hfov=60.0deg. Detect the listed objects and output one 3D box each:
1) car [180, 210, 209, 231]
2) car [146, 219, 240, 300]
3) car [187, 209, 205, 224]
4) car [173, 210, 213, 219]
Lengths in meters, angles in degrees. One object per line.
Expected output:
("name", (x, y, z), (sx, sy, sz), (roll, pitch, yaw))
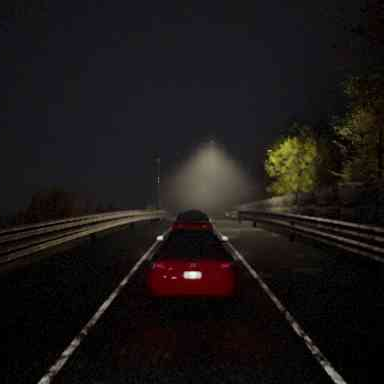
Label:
("car", (0.234, 2.161, 26.287), (2.033, 1.411, 5.357), (0, -3, 1))
("car", (0.017, 1.622, 8.515), (1.994, 1.385, 4.181), (0, -1, 0))
("car", (0.486, 2.738, 37.841), (1.882, 1.535, 5.008), (0, -3, 2))
("car", (0.031, 1.721, 16.787), (1.882, 1.535, 5.008), (0, -2, 0))
